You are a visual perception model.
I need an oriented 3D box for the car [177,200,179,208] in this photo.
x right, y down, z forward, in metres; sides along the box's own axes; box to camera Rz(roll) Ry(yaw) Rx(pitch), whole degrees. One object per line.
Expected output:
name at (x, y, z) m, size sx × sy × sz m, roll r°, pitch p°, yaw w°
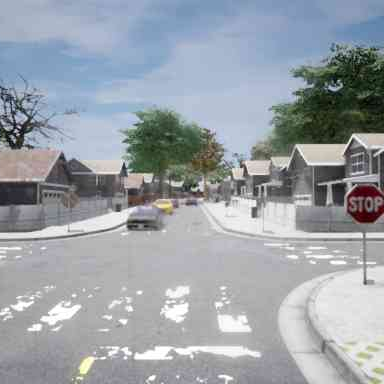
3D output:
car at (-2.900, 1.559, 46.450) m, size 1.994 × 1.385 × 4.181 m, roll 0°, pitch 0°, yaw 0°

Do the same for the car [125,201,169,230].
car at (-2.873, 1.543, 21.290) m, size 2.033 × 1.411 × 5.357 m, roll 0°, pitch 0°, yaw 0°

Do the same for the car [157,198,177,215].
car at (-2.888, 1.472, 33.471) m, size 1.882 × 1.535 × 5.008 m, roll 0°, pitch 0°, yaw 0°

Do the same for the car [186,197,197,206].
car at (-0.071, 1.546, 55.059) m, size 2.033 × 1.411 × 5.357 m, roll 0°, pitch 0°, yaw 0°
